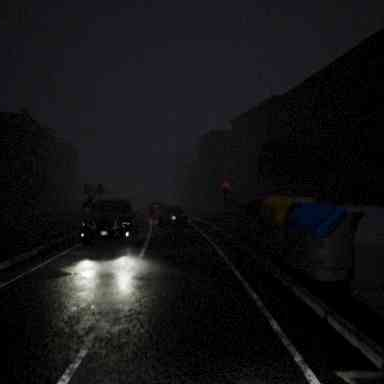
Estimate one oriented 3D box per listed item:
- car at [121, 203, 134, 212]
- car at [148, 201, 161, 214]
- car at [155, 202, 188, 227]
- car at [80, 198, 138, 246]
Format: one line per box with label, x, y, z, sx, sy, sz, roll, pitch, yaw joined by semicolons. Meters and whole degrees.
car;-11.462;2.677;58.950;2.033;1.411;5.357;0;-2;-12
car;-4.366;1.930;41.725;1.837;1.490;4.892;0;-2;-12
car;-1.464;1.711;24.243;1.994;1.385;4.181;0;0;-7
car;-3.829;1.332;16.241;2.150;2.045;5.566;0;0;-6
